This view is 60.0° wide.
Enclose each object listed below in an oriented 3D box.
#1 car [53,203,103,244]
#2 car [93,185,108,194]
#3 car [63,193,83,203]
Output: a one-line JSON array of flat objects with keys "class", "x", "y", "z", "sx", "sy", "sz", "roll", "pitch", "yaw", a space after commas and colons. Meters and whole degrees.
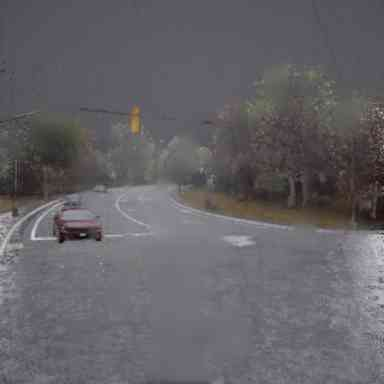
[{"class": "car", "x": -5.729, "y": 1.534, "z": 16.454, "sx": 1.882, "sy": 1.535, "sz": 5.008, "roll": 0, "pitch": 0, "yaw": -26}, {"class": "car", "x": -17.736, "y": -0.576, "z": 64.268, "sx": 2.097, "sy": 1.767, "sz": 4.553, "roll": 0, "pitch": 3, "yaw": -4}, {"class": "car", "x": -14.208, "y": 0.942, "z": 39.915, "sx": 1.837, "sy": 1.490, "sz": 4.892, "roll": 0, "pitch": 3, "yaw": -14}]
